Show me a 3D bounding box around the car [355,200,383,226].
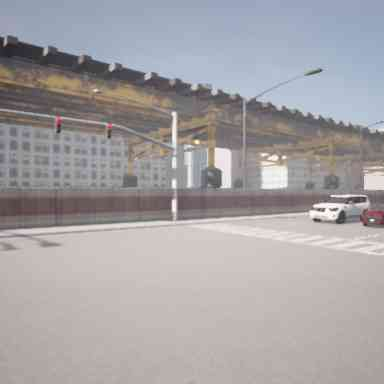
[{"bbox_3d":[13.160,1.472,21.948,5.008,1.535,1.882,0,0,-35],"label":"car"}]

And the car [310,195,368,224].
[{"bbox_3d":[11.228,1.215,24.870,5.566,2.045,2.150,0,0,-36],"label":"car"}]

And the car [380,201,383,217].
[{"bbox_3d":[19.419,1.555,30.631,4.181,1.385,1.994,0,0,-35],"label":"car"}]
